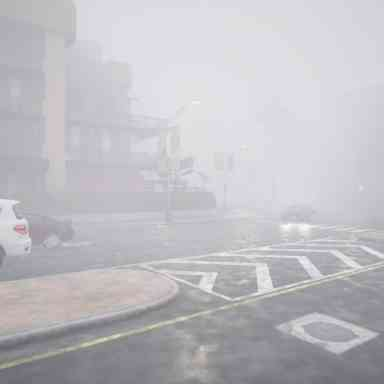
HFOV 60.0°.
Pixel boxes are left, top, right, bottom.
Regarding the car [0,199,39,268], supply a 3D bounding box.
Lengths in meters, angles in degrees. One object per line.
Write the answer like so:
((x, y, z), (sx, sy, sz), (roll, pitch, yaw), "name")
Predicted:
((-7.267, 1.221, 8.642), (5.566, 2.045, 2.150), (0, 0, -35), "car")

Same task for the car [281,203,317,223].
((8.205, 1.564, 25.274), (1.994, 1.385, 4.181), (0, 0, 29), "car")

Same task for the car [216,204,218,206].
((1.525, 1.547, 49.383), (2.033, 1.411, 5.357), (0, 0, -35), "car")

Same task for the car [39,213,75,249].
((-7.205, 1.477, 12.970), (5.008, 1.535, 1.882), (0, 0, -35), "car")
